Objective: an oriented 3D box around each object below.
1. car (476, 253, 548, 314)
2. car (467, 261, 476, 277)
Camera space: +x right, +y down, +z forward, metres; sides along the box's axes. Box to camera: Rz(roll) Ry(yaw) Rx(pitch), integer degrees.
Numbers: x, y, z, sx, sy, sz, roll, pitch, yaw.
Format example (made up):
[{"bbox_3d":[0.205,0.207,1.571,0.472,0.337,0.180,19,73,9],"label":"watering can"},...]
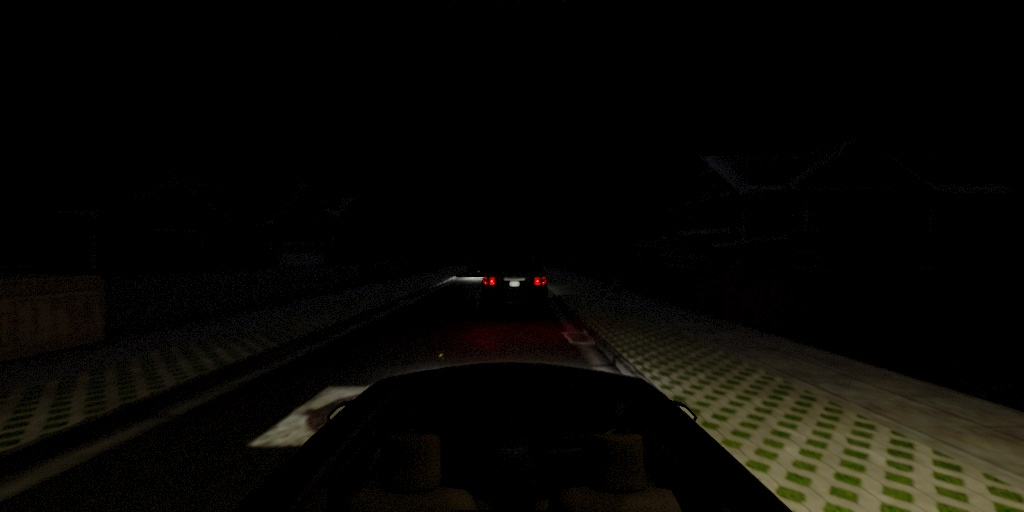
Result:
[{"bbox_3d":[0.089,0.903,13.567,2.150,2.045,5.566,0,1,0],"label":"car"},{"bbox_3d":[-2.843,1.121,32.541,1.994,1.385,4.181,0,0,0],"label":"car"}]
